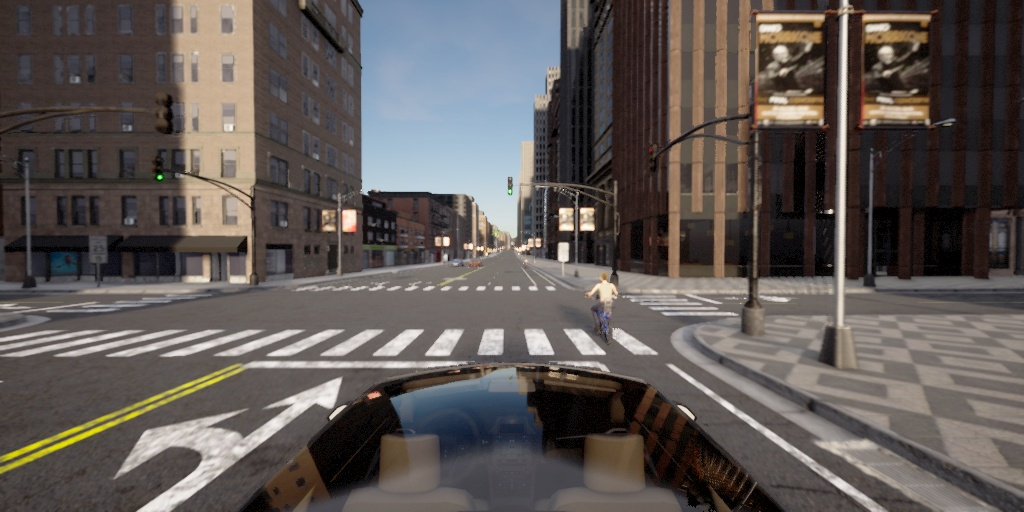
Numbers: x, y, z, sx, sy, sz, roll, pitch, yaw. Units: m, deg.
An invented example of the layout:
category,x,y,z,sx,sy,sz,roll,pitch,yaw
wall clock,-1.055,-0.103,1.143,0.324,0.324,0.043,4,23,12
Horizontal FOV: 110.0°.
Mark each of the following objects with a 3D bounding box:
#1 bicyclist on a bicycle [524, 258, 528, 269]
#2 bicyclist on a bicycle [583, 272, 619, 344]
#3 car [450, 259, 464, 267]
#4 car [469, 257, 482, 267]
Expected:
category,x,y,z,sx,sy,sz,roll,pitch,yaw
bicyclist on a bicycle,2.180,1.139,54.869,0.866,1.612,1.509,0,0,1
bicyclist on a bicycle,2.175,1.179,8.574,0.866,1.612,1.509,0,0,1
car,-9.746,1.217,63.983,1.812,1.442,4.674,0,0,0
car,-6.496,1.042,64.012,2.097,1.767,4.553,0,0,0
